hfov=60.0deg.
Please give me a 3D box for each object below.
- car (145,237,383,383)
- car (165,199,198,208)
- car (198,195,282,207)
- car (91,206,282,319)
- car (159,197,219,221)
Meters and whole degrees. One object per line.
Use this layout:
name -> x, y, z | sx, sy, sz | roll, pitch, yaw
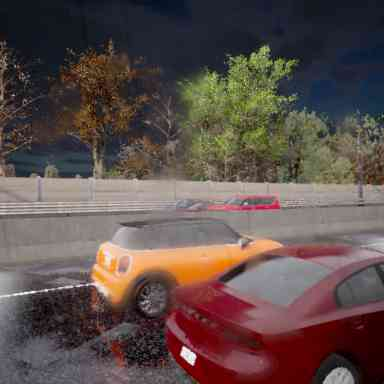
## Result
car -> 2.085, 1.479, 4.597 | 5.008, 1.535, 1.882 | 0, 0, -31
car -> 0.698, 1.489, 24.375 | 5.008, 1.535, 1.882 | 0, 0, -31
car -> 3.471, 1.234, 21.956 | 5.566, 2.045, 2.150 | 0, 0, -31
car -> 0.182, 1.353, 7.537 | 4.553, 1.767, 2.097 | 0, 0, -31
car -> -0.243, 1.365, 27.884 | 4.553, 1.767, 2.097 | 0, 0, -31
